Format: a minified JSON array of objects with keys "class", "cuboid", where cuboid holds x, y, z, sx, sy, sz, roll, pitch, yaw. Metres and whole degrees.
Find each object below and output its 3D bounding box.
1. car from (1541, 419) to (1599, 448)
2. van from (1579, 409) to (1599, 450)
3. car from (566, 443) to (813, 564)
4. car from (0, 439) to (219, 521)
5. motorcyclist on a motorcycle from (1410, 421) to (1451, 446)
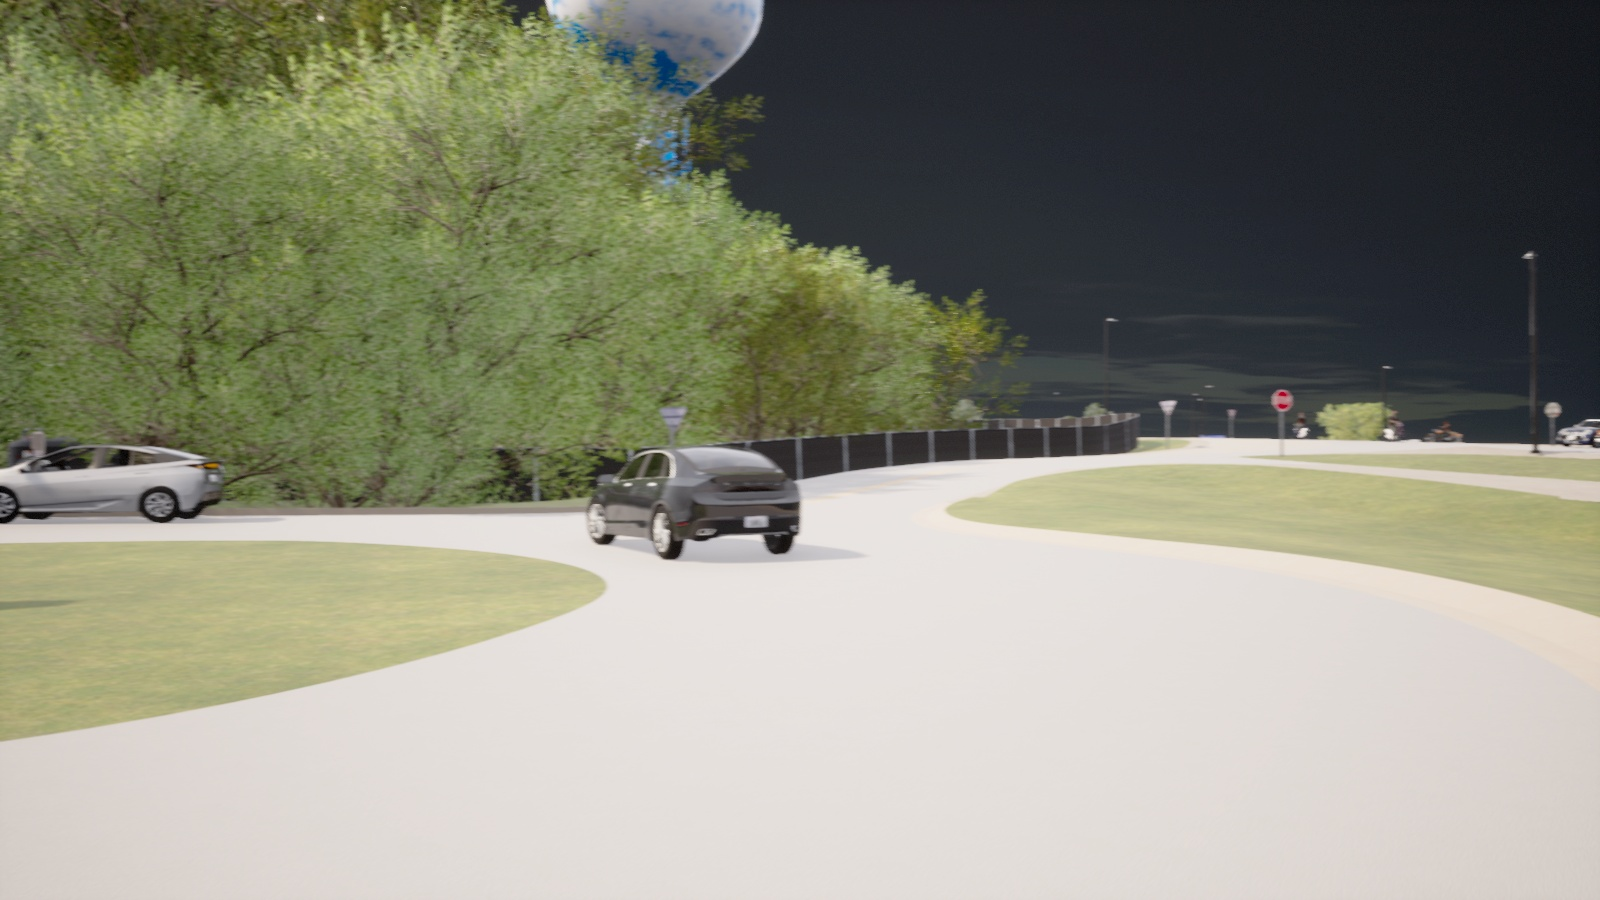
[{"class":"car","cuboid":[41.251,-0.856,66.063,3.806,1.475,1.970,1,2,-22]},{"class":"van","cuboid":[41.928,-0.979,63.078,4.480,2.038,2.069,1,2,-13]},{"class":"car","cuboid":[-1.766,0.684,18.097,1.837,1.490,4.892,0,0,-27]},{"class":"car","cuboid":[-14.008,0.569,24.464,4.514,1.525,2.007,0,0,-10]},{"class":"motorcyclist on a motorcycle","cuboid":[43.324,-1.162,86.268,2.350,1.649,0.766,2,0,37]}]
